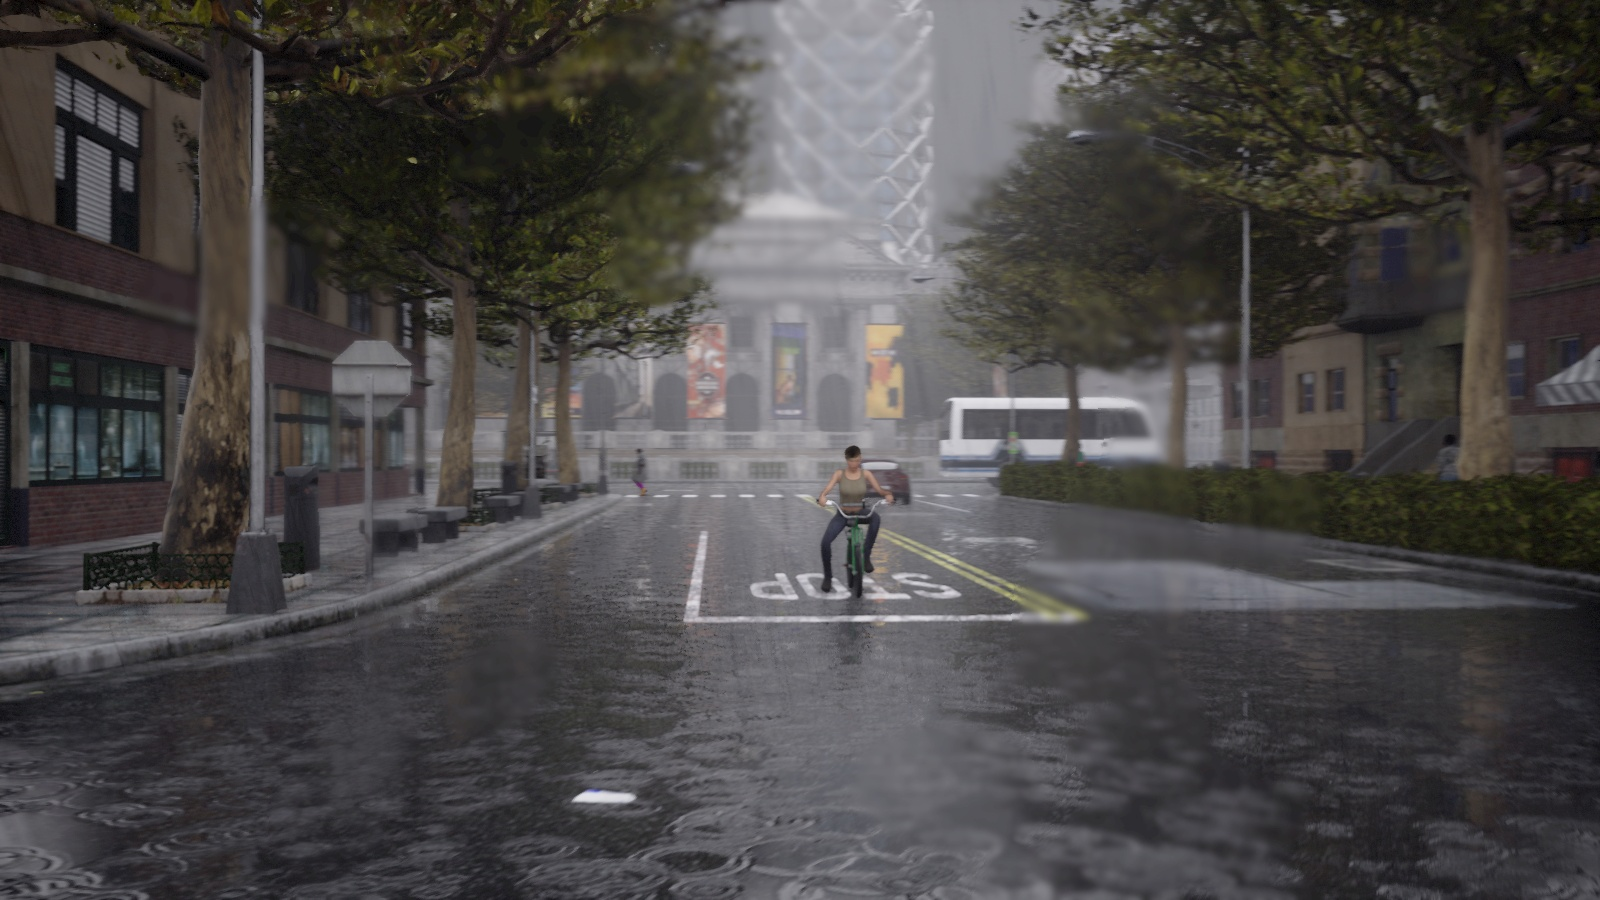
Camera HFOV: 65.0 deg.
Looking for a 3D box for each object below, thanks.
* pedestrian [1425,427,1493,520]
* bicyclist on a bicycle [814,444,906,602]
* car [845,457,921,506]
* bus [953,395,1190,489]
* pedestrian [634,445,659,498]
[{"bbox_3d":[13.385,0.478,25.512,0.874,1.855,0.900,0,0,-3],"label":"pedestrian"},{"bbox_3d":[0.622,0.749,13.620,0.866,1.612,1.509,0,0,-2],"label":"bicyclist on a bicycle"},{"bbox_3d":[2.564,0.964,39.820,1.812,1.442,4.674,0,0,-3],"label":"car"},{"bbox_3d":[12.664,-0.381,59.303,10.273,4.253,3.944,0,0,-3],"label":"bus"},{"bbox_3d":[-5.784,0.811,47.268,0.873,1.952,0.659,0,0,0],"label":"pedestrian"}]
